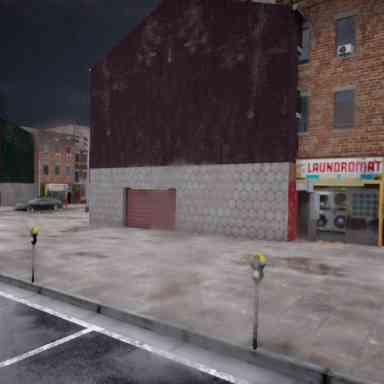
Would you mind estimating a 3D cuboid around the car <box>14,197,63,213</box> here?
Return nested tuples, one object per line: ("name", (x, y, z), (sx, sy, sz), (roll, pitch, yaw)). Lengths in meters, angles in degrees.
("car", (-16.052, 1.355, 34.986), (1.837, 1.490, 4.892), (1, 1, 36))
